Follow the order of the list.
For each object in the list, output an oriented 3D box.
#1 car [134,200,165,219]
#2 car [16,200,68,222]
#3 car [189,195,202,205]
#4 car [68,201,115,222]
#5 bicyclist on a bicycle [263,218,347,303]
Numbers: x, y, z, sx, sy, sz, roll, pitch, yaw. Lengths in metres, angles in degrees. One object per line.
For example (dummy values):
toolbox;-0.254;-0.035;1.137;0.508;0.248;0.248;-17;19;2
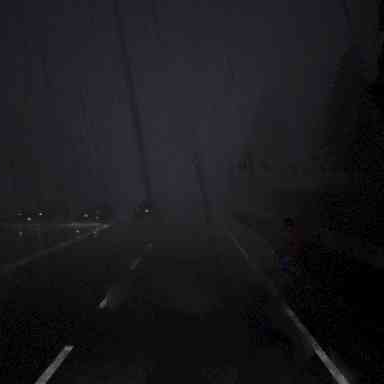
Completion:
car;-3.198;1.301;25.708;1.994;1.385;4.181;0;1;1
car;-10.316;1.299;23.769;2.033;1.411;5.357;0;1;1
car;0.493;1.070;47.142;2.033;1.411;5.357;0;1;1
car;-6.821;1.323;23.464;1.994;1.385;4.181;0;1;1
bicyclist on a bicycle;2.128;1.305;6.482;1.656;1.620;0.582;-9;0;1
